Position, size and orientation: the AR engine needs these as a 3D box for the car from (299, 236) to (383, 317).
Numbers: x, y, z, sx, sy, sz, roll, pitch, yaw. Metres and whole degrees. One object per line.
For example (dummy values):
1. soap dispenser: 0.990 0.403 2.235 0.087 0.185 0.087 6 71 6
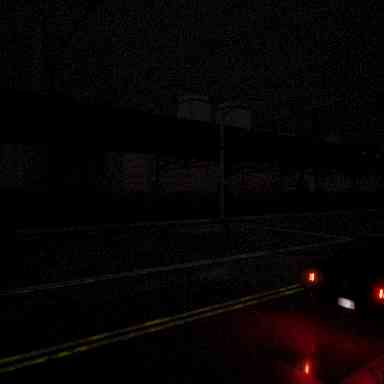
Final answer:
1. car: 4.439 1.600 6.919 4.718 1.301 1.895 0 0 -35
